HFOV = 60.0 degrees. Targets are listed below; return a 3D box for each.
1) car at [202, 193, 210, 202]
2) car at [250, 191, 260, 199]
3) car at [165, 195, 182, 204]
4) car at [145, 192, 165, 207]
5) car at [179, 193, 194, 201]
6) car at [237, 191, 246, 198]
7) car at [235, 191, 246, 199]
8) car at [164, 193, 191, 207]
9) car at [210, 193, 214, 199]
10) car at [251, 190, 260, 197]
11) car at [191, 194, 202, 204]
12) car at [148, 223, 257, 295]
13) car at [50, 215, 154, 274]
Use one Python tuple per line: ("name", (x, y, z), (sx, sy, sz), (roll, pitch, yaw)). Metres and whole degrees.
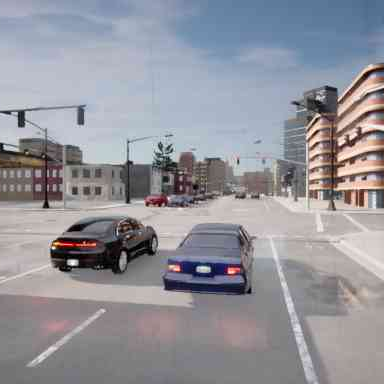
("car", (1.747, 1.119, 65.991), (2.033, 1.411, 5.357), (0, 1, 12))
("car", (14.320, 0.881, 75.389), (2.128, 1.511, 4.902), (0, 1, 11))
("car", (-3.270, 1.238, 58.863), (1.812, 1.442, 4.674), (0, 1, 12))
("car", (-5.169, 1.080, 49.305), (2.150, 2.045, 5.566), (0, 1, 11))
("car", (-1.152, 1.073, 69.237), (2.033, 1.411, 5.357), (0, 1, 11))
("car", (12.964, 0.552, 86.667), (2.097, 1.767, 4.553), (0, 1, 11))
("car", (11.072, 0.902, 77.014), (1.994, 1.385, 4.181), (0, 1, 11))
("car", (-1.961, 1.223, 47.430), (2.097, 1.767, 4.553), (0, 1, 11))
("car", (3.786, 0.862, 76.232), (1.882, 1.535, 5.008), (0, 1, 11))
("car", (16.320, 0.464, 85.594), (2.097, 1.767, 4.553), (0, 1, 11))
("car", (-0.204, 1.235, 56.341), (2.128, 1.511, 4.902), (0, 1, 11))
("car", (0.705, 1.547, 8.902), (2.033, 1.411, 5.357), (0, 0, 11))
("car", (-2.513, 1.505, 10.645), (1.837, 1.490, 4.892), (0, 0, 11))
